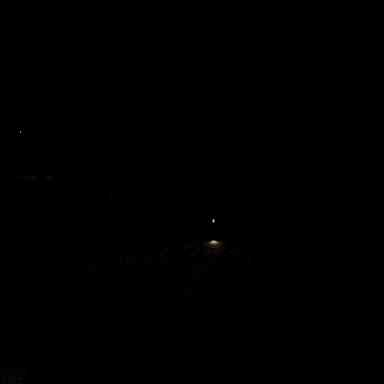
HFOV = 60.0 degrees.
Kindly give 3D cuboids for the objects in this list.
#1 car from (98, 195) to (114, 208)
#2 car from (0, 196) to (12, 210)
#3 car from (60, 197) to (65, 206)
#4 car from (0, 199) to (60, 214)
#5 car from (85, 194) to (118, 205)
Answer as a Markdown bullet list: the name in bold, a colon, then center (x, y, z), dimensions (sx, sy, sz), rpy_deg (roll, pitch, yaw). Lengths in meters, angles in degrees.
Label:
- **car**: center (-9.002, 1.243, 40.054), dimensions (1.802, 1.307, 4.206), rpy_deg (2, 2, 35)
- **car**: center (-22.385, 1.231, 35.954), dimensions (1.752, 1.417, 4.829), rpy_deg (2, 2, 35)
- **car**: center (-16.251, 1.130, 44.569), dimensions (2.008, 1.369, 4.403), rpy_deg (2, 2, 35)
- **car**: center (-15.240, 1.340, 31.292), dimensions (2.008, 1.369, 4.403), rpy_deg (2, 2, 35)
- **car**: center (-13.235, 1.081, 48.807), dimensions (1.947, 1.339, 4.313), rpy_deg (2, 2, 35)
